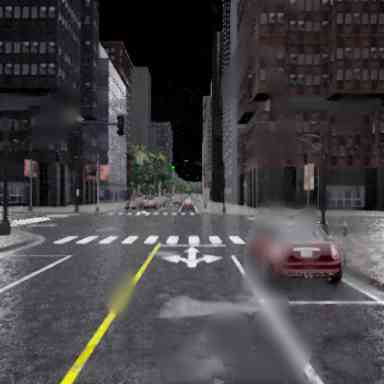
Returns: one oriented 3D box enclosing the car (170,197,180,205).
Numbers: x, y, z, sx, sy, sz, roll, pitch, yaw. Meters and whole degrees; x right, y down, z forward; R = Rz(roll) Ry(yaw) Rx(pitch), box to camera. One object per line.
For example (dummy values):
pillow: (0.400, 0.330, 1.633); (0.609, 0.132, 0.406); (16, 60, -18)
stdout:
car: (-3.515, 2.396, 77.946); (1.895, 1.301, 4.718); (0, -1, 0)

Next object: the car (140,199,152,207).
car: (-9.216, 2.203, 67.398); (1.752, 1.417, 4.829); (0, -1, 0)

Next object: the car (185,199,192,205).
car: (-0.792, 2.401, 84.058); (1.752, 1.417, 4.829); (0, -1, 0)

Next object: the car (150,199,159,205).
car: (-9.316, 2.455, 83.844); (1.802, 1.307, 4.206); (0, -1, 0)

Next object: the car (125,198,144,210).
car: (-9.118, 2.056, 51.291); (1.947, 1.339, 4.313); (0, -1, 0)

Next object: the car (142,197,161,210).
car: (-6.422, 1.979, 52.261); (1.882, 1.535, 5.008); (0, -1, 0)

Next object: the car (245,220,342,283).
car: (2.762, 1.534, 9.949); (1.967, 1.590, 4.097); (0, -1, 0)

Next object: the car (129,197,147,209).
car: (-9.152, 1.868, 56.720); (2.192, 1.841, 5.009); (0, -1, 0)

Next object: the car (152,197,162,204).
car: (-9.350, 2.254, 89.273); (2.192, 1.841, 5.009); (0, -1, 0)

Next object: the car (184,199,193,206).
car: (-0.725, 2.288, 73.038); (1.887, 1.381, 4.507); (0, -1, 0)

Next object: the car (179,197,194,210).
car: (-0.593, 1.930, 51.342); (1.967, 1.590, 4.097); (0, -1, 0)

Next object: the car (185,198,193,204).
car: (-0.858, 2.446, 94.738); (1.967, 1.590, 4.097); (0, -1, 0)

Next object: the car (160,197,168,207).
car: (-6.457, 2.188, 68.308); (1.837, 1.490, 4.892); (0, 0, 0)
